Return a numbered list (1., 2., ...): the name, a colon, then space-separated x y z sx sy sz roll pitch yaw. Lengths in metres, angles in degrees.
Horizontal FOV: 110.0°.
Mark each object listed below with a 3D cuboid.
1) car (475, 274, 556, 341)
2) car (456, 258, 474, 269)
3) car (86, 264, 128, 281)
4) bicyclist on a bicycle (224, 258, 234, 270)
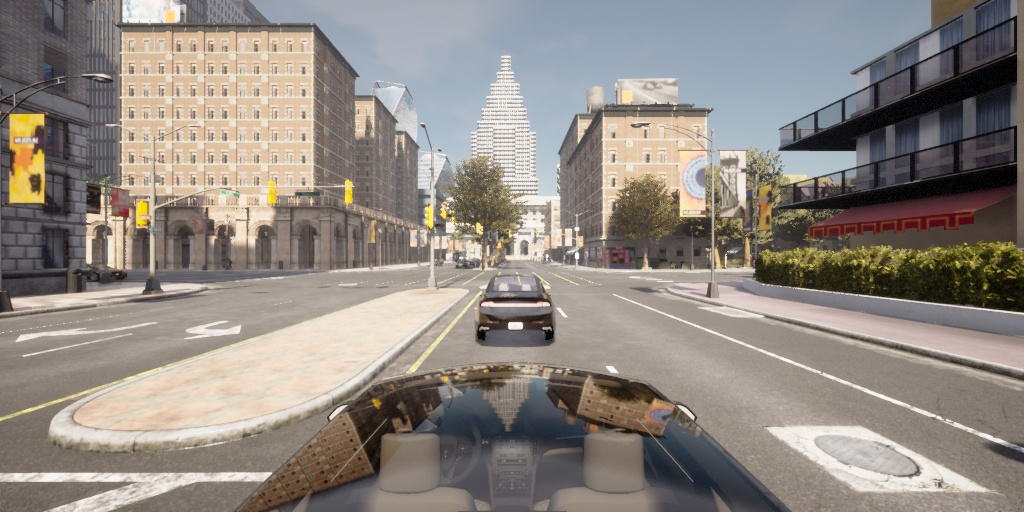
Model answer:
1. car: 0.083 1.242 9.924 2.128 1.511 4.902 0 0 0
2. car: -8.006 1.241 58.508 2.128 1.511 4.902 0 0 0
3. car: -34.161 1.314 29.213 4.181 1.385 1.994 0 0 0
4. bicyclist on a bicycle: -37.240 1.050 47.167 0.582 1.620 1.656 0 0 0
